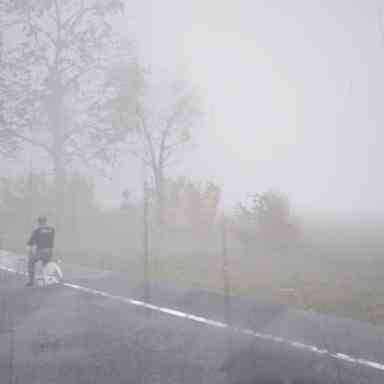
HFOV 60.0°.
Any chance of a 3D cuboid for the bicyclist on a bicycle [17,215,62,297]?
[{"bbox_3d":[-3.514,1.410,7.566,1.843,1.776,0.659,0,0,35],"label":"bicyclist on a bicycle"}]
